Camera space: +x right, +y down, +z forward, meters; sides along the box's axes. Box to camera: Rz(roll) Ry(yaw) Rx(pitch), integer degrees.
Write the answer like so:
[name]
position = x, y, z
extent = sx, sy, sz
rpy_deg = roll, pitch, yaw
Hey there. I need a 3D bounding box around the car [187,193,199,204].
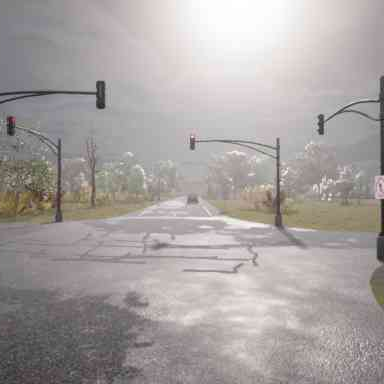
[car]
position = 0.156, 1.293, 67.658
extent = 2.150, 2.045, 5.566
rpy_deg = 0, 0, 0
